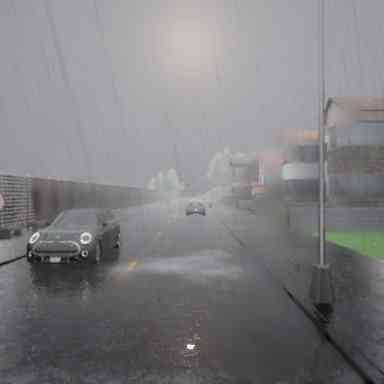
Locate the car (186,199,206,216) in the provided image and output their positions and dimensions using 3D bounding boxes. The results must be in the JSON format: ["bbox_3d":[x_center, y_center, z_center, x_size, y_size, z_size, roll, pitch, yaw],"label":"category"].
[{"bbox_3d":[0.377,1.732,34.650,1.994,1.385,4.181,0,0,0],"label":"car"}]

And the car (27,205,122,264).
[{"bbox_3d":[-4.002,1.410,12.019,2.097,1.767,4.553,0,0,1],"label":"car"}]

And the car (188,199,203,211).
[{"bbox_3d":[0.451,1.694,44.564,1.882,1.535,5.008,0,0,1],"label":"car"}]
